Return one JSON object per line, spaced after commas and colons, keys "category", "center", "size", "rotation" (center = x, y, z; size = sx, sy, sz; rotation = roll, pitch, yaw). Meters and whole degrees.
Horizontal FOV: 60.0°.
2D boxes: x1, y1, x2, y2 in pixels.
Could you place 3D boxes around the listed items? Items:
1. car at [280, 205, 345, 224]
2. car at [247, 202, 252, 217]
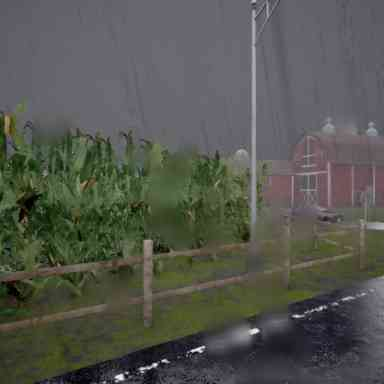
{"category": "car", "center": [9.778, 1.794, 27.507], "size": [2.033, 1.411, 5.357], "rotation": [1, -1, -31]}
{"category": "car", "center": [4.780, 1.638, 36.531], "size": [2.150, 2.045, 5.566], "rotation": [1, -1, -27]}
